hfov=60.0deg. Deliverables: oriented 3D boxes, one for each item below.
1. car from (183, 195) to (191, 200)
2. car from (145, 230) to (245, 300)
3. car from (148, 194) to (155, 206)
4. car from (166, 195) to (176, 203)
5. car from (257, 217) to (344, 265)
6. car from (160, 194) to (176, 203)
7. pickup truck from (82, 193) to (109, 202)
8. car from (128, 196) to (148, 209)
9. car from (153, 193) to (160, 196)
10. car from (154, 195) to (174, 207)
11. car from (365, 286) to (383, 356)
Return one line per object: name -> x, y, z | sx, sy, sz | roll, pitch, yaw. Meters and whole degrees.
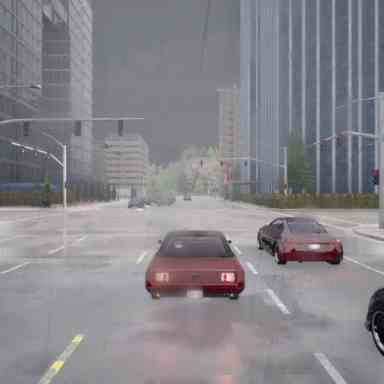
car -> -1.257, 1.552, 88.631 | 1.994, 1.385, 4.181 | 0, 0, -1
car -> 0.074, 1.601, 8.358 | 1.895, 1.301, 4.718 | 0, 0, 0
car -> -7.876, 1.505, 56.068 | 1.837, 1.490, 4.892 | 0, 0, -1
car -> -4.529, 1.525, 72.509 | 2.128, 1.511, 4.902 | 0, 0, -1
car -> 3.582, 1.564, 11.715 | 1.994, 1.385, 4.181 | 0, 0, 0
car -> -4.441, 1.505, 62.211 | 1.837, 1.490, 4.892 | 0, 0, -1
pickup truck -> -21.165, 1.058, 73.415 | 2.390, 2.098, 6.274 | 0, 0, 30
car -> -7.747, 1.505, 46.695 | 1.837, 1.490, 4.892 | 0, 0, -1
car -> -7.968, 1.491, 66.155 | 2.128, 1.511, 4.902 | 0, 0, 0
car -> -4.315, 1.564, 52.021 | 1.994, 1.385, 4.181 | 0, 0, -1
car -> 3.610, 1.564, 3.304 | 1.994, 1.385, 4.181 | 0, 0, -1
